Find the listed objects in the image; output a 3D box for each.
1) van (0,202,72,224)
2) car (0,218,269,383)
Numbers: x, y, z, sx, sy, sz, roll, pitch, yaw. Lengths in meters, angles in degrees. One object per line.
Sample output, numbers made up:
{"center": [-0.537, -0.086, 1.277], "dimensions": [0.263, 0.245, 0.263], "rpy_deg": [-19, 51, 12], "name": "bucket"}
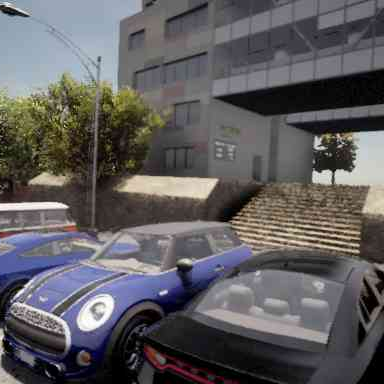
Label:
{"center": [-5.150, 1.310, 9.098], "dimensions": [1.878, 1.987, 4.442], "rpy_deg": [0, 0, 35], "name": "van"}
{"center": [-0.652, 1.377, 5.784], "dimensions": [2.185, 1.767, 4.553], "rpy_deg": [0, 0, 36], "name": "car"}
